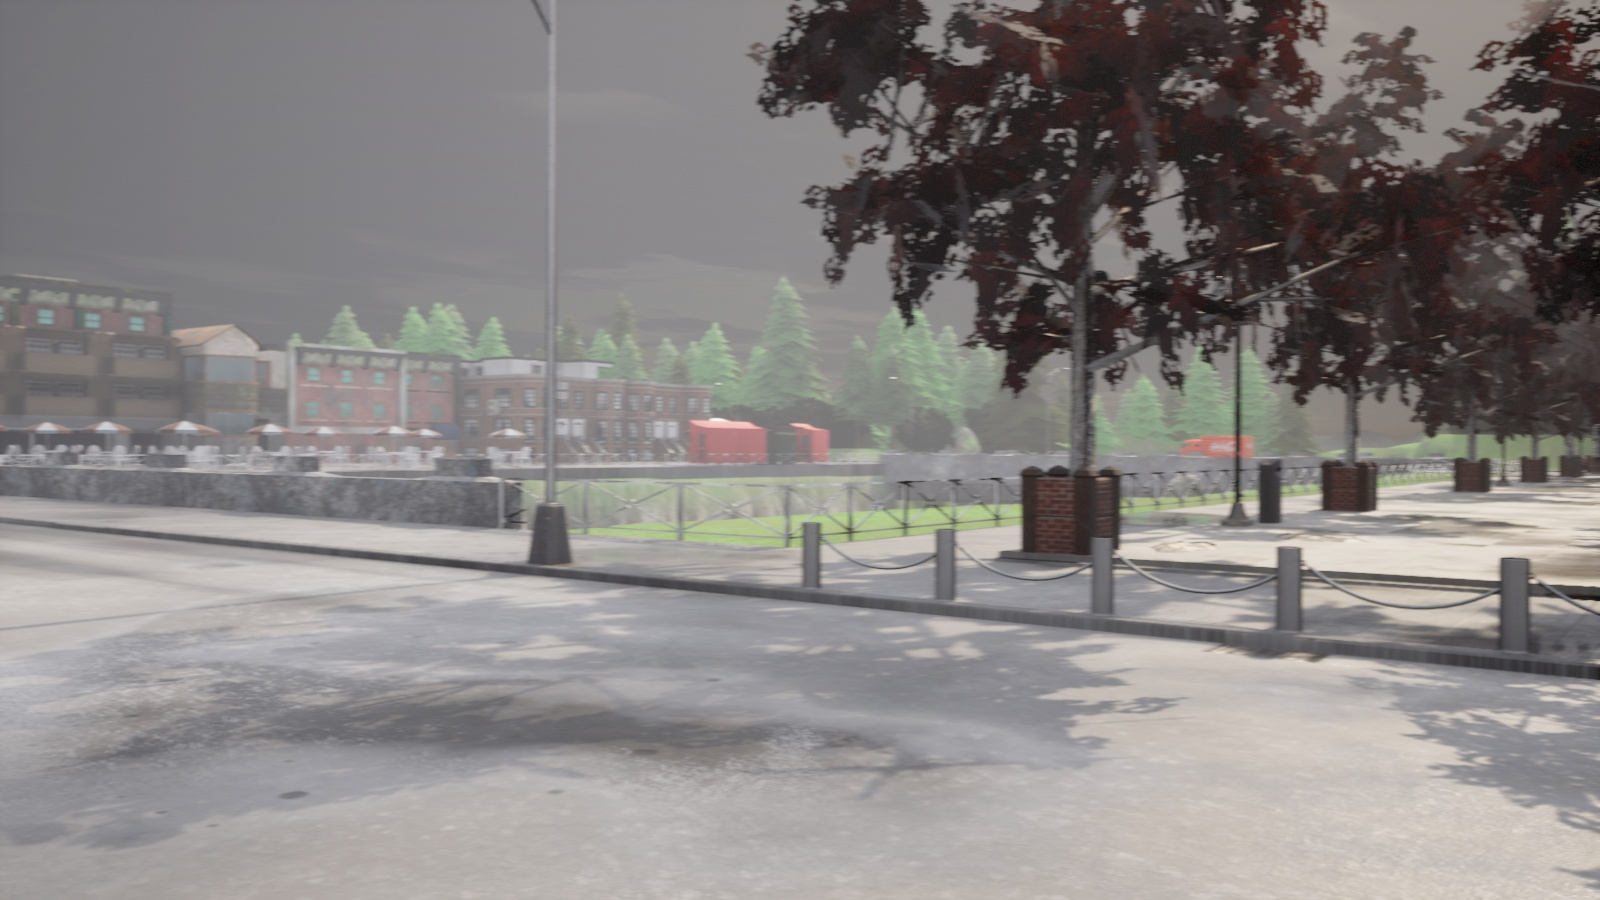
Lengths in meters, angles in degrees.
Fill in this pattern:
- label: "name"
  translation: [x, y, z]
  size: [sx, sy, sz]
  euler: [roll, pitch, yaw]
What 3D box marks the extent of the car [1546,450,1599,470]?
- label: "car"
  translation: [52.203, 0.653, 83.150]
  size: [4.718, 1.301, 1.895]
  euler: [0, 0, 36]
